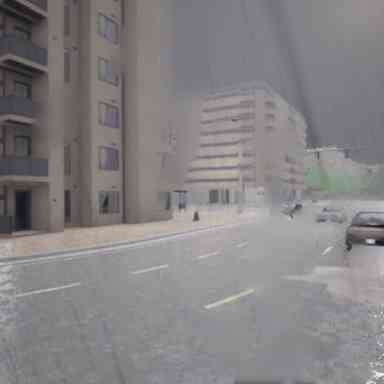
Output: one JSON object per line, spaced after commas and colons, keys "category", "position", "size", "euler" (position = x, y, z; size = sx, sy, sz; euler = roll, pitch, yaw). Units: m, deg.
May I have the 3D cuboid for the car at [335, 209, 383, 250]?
{"category": "car", "position": [7.696, 1.544, 13.864], "size": [2.128, 1.511, 4.902], "euler": [-1, 0, 34]}

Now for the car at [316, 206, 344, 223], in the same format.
{"category": "car", "position": [10.999, 1.787, 26.020], "size": [1.895, 1.301, 4.718], "euler": [-1, -1, 31]}

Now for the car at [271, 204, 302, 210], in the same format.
{"category": "car", "position": [8.002, 1.334, 27.838], "size": [2.128, 1.511, 4.902], "euler": [-1, -1, 31]}
